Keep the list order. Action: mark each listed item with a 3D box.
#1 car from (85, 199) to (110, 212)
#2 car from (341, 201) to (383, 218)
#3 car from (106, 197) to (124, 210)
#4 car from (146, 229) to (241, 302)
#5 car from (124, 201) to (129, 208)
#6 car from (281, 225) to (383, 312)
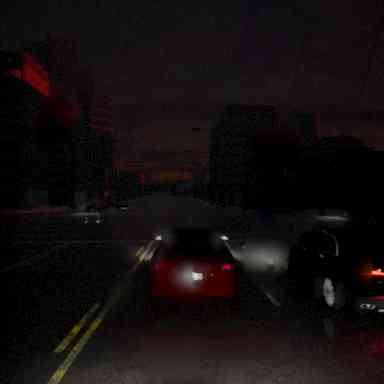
[{"bbox_3d":[-12.219,1.922,42.673,1.895,1.301,4.718,0,-1,-3],"label":"car"},{"bbox_3d":[15.678,1.453,28.437,5.357,1.411,2.033,-1,0,-4],"label":"car"},{"bbox_3d":[-12.858,1.771,53.418,2.150,2.045,5.566,0,-2,-3],"label":"car"},{"bbox_3d":[-0.004,1.606,8.414,1.994,1.385,4.181,0,0,-1],"label":"car"},{"bbox_3d":[-13.480,2.425,64.808,1.994,1.385,4.181,0,-2,-3],"label":"car"},{"bbox_3d":[3.512,1.543,7.791,1.837,1.490,4.892,0,0,-1],"label":"car"}]
